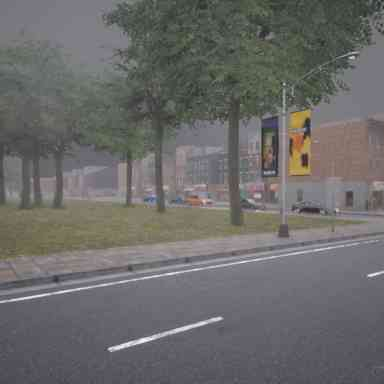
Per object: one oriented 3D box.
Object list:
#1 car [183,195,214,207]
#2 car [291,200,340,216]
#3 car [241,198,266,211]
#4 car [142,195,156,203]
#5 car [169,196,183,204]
[{"bbox_3d":[1.201,1.273,48.768,2.097,1.767,4.553,1,0,-35],"label":"car"},{"bbox_3d":[12.251,1.568,33.288,2.128,1.511,4.902,1,0,-36],"label":"car"},{"bbox_3d":[6.922,1.518,40.744,1.812,1.442,4.674,1,0,-36],"label":"car"},{"bbox_3d":[-8.338,1.331,66.987,1.882,1.535,5.008,1,0,-36],"label":"car"},{"bbox_3d":[-2.332,1.380,58.674,2.128,1.511,4.902,1,0,-35],"label":"car"}]
